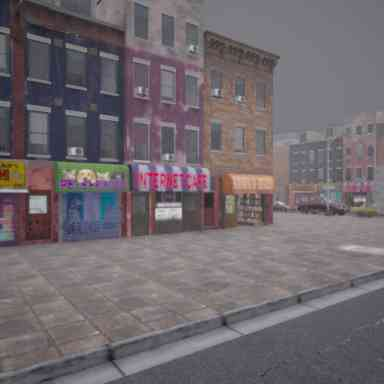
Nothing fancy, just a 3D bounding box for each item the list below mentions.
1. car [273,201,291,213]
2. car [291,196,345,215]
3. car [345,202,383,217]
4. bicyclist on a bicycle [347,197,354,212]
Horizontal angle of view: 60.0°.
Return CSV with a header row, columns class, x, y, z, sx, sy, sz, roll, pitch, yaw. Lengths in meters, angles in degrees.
class,x,y,z,sx,sy,sz,roll,pitch,yaw
car,9.809,1.657,37.849,1.802,1.307,4.206,0,0,-35
car,12.973,1.376,33.409,2.192,1.841,5.009,0,0,-35
car,16.236,1.571,28.831,1.752,1.417,4.829,0,0,-35
bicyclist on a bicycle,17.529,1.372,36.747,1.656,1.620,0.582,0,0,-35
